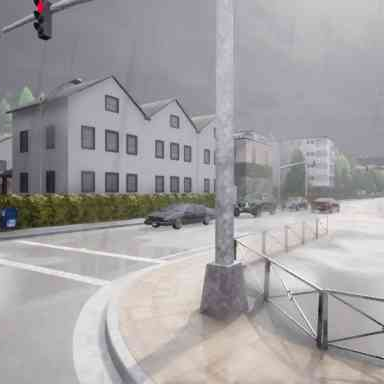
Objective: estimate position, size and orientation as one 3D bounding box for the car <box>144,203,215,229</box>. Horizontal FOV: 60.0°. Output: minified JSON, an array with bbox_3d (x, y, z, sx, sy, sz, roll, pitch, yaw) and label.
[{"bbox_3d":[-0.499,1.360,20.198,2.033,1.411,5.357,0,0,35],"label":"car"}]

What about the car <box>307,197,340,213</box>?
[{"bbox_3d":[13.528,1.289,33.600,1.882,1.535,5.008,0,0,35],"label":"car"}]

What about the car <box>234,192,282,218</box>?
[{"bbox_3d":[5.464,1.034,28.611,2.150,2.045,5.566,0,0,35],"label":"car"}]

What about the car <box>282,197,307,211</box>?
[{"bbox_3d":[11.531,1.304,37.094,2.128,1.511,4.902,0,0,36],"label":"car"}]
